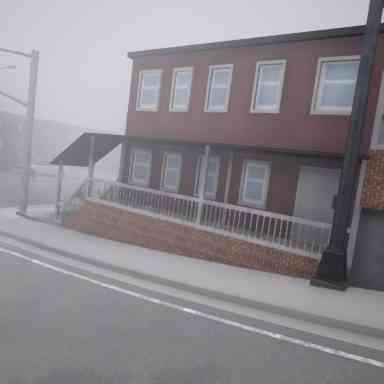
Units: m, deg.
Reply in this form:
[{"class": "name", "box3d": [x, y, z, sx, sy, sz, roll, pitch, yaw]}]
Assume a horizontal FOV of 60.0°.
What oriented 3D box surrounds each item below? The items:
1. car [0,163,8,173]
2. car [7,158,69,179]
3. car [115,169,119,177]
[{"class": "car", "box3d": [-21.129, -2.684, 33.343, 2.033, 1.411, 5.357, 11, 6, 35]}, {"class": "car", "box3d": [-15.676, -2.472, 34.900, 2.150, 2.045, 5.566, 11, 7, 35]}, {"class": "car", "box3d": [-8.953, -2.994, 50.149, 2.150, 2.045, 5.566, 11, 6, 36]}]
